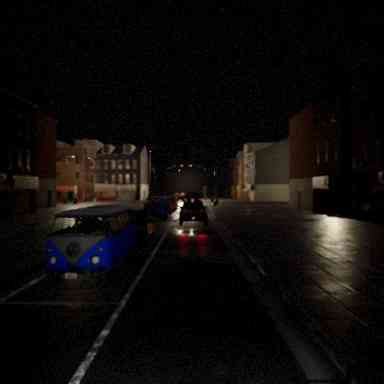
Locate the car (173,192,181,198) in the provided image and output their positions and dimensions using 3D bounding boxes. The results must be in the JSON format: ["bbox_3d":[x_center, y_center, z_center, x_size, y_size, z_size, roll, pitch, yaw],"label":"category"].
[{"bbox_3d":[-2.645,1.152,36.528,2.192,1.841,5.009,0,0,0],"label":"car"}]

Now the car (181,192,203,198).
[{"bbox_3d":[0.091,1.041,39.847,2.150,2.045,5.566,0,0,0],"label":"car"}]

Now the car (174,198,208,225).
[{"bbox_3d":[0.093,1.386,22.854,2.128,1.511,4.902,0,0,0],"label":"car"}]

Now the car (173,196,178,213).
[{"bbox_3d":[-2.643,1.404,31.095,1.887,1.381,4.507,0,0,0],"label":"car"}]

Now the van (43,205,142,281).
[{"bbox_3d":[-2.643,1.296,9.359,1.690,1.788,3.998,0,0,0],"label":"van"}]

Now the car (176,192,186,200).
[{"bbox_3d":[-2.646,1.001,79.226,2.192,1.841,5.009,0,0,0],"label":"car"}]

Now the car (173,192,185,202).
[{"bbox_3d":[-2.646,1.035,68.372,2.192,1.841,5.009,0,0,0],"label":"car"}]

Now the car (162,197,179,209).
[{"bbox_3d":[-2.643,1.360,41.963,1.887,1.381,4.507,0,0,0],"label":"car"}]

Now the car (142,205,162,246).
[{"bbox_3d":[-2.642,1.496,14.794,1.947,1.339,4.313,0,0,0],"label":"car"}]

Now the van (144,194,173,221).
[{"bbox_3d":[-2.644,1.223,25.661,1.690,1.788,3.998,0,0,0],"label":"van"}]
